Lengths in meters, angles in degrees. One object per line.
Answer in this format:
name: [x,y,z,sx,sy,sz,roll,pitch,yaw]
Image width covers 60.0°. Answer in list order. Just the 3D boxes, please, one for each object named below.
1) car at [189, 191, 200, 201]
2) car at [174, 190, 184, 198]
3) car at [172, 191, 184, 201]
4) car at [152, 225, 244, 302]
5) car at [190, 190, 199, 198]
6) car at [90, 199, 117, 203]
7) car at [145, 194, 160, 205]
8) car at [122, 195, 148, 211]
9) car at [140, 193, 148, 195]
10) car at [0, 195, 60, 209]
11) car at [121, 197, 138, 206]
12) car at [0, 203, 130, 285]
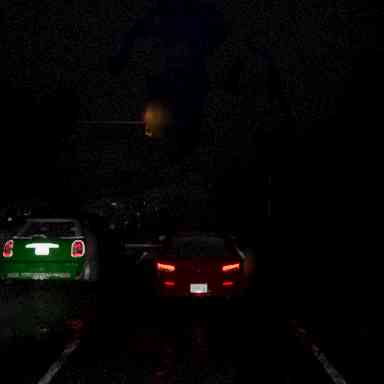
car: [0.578,0.827,66.640,2.097,1.767,4.553,0,3,0]
car: [-2.942,0.489,76.509,2.128,1.511,4.902,0,3,0]
car: [-2.924,0.966,66.399,1.882,1.535,5.008,0,3,1]
car: [0.131,1.523,8.145,1.812,1.442,4.674,0,0,0]
car: [0.561,0.452,76.719,1.837,1.490,4.892,0,3,0]
car: [-6.964,1.486,24.514,2.128,1.511,4.902,0,0,0]
car: [-6.678,1.478,57.678,1.895,1.301,4.718,0,2,1]
car: [-6.838,1.492,39.933,1.837,1.490,4.892,0,0,0]
car: [-9.997,0.893,69.735,1.895,1.301,4.718,0,3,0]
car: [-10.487,1.216,21.953,2.150,2.045,5.566,0,0,0]
car: [-10.207,1.508,54.750,1.994,1.385,4.181,0,1,1]
car: [-3.361,1.349,9.611,2.097,1.767,4.553,0,0,0]
